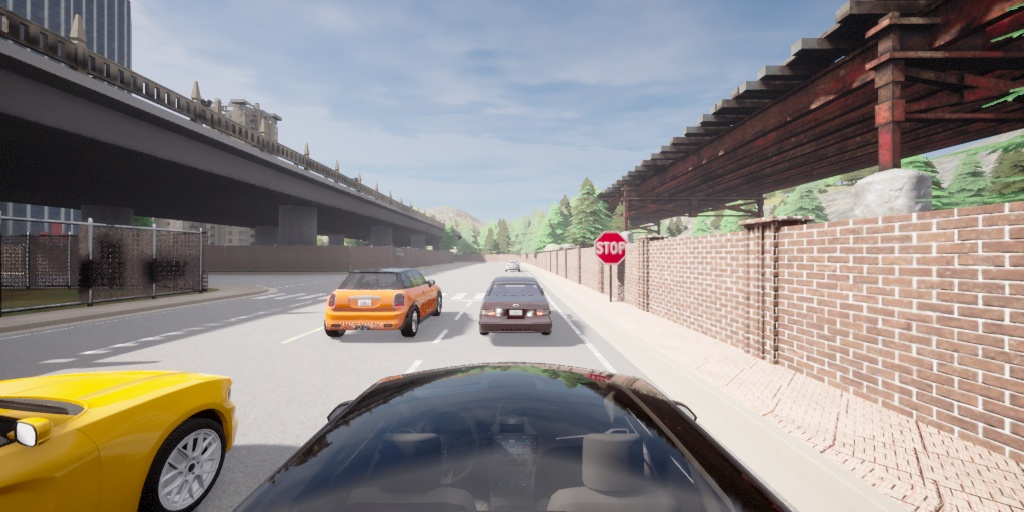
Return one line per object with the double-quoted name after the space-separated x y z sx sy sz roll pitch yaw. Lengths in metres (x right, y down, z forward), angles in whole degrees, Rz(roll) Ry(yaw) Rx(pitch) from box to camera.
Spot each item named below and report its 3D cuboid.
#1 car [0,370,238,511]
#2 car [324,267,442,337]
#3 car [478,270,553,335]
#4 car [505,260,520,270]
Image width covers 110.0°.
-3.398 1.228 1.175 1.882 1.535 5.008 0 0 0 "car"
-3.419 1.102 10.433 2.097 1.767 4.553 0 0 0 "car"
0.082 1.297 10.454 2.033 1.411 5.357 0 0 0 "car"
0.085 1.276 46.320 1.812 1.442 4.674 0 0 -1 "car"
